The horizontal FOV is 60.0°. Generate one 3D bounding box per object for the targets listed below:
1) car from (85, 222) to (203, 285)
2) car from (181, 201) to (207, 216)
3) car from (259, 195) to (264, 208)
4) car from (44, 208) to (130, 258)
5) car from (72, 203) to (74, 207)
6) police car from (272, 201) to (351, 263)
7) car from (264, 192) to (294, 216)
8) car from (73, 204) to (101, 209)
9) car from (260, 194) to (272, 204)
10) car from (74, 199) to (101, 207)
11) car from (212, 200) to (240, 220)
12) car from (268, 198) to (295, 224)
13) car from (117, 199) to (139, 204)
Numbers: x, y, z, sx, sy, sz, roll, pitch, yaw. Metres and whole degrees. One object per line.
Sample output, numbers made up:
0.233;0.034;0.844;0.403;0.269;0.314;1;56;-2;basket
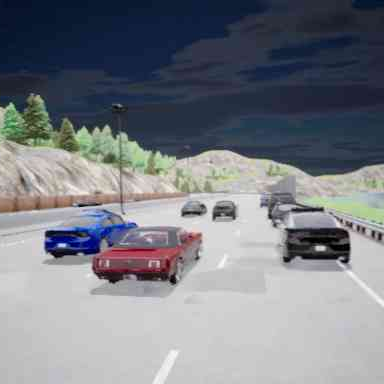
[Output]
-0.934;1.637;9.670;1.895;1.301;4.718;-2;0;12;car
0.271;1.595;32.638;1.994;1.385;4.181;-2;0;12;car
9.783;1.312;43.268;1.812;1.442;4.674;-2;0;11;car
-3.748;1.594;13.338;1.882;1.535;5.008;-2;0;12;car
-19.407;2.086;59.065;2.128;1.511;4.902;-2;0;12;car
4.032;1.330;11.652;1.930;1.638;5.238;-2;0;12;police car
7.259;1.059;27.241;2.150;2.045;5.566;-2;0;12;car
-5.869;1.708;20.279;1.812;1.442;4.674;-2;0;12;car
12.722;1.201;57.376;1.882;1.535;5.008;-2;0;12;car
-16.786;2.118;54.566;1.895;1.301;4.718;-2;0;12;car
2.821;1.461;27.717;1.837;1.490;4.892;-2;0;12;car
6.043;1.388;21.336;1.812;1.442;4.674;-2;0;12;car
-9.861;1.855;53.566;1.812;1.442;4.674;-2;0;12;car
